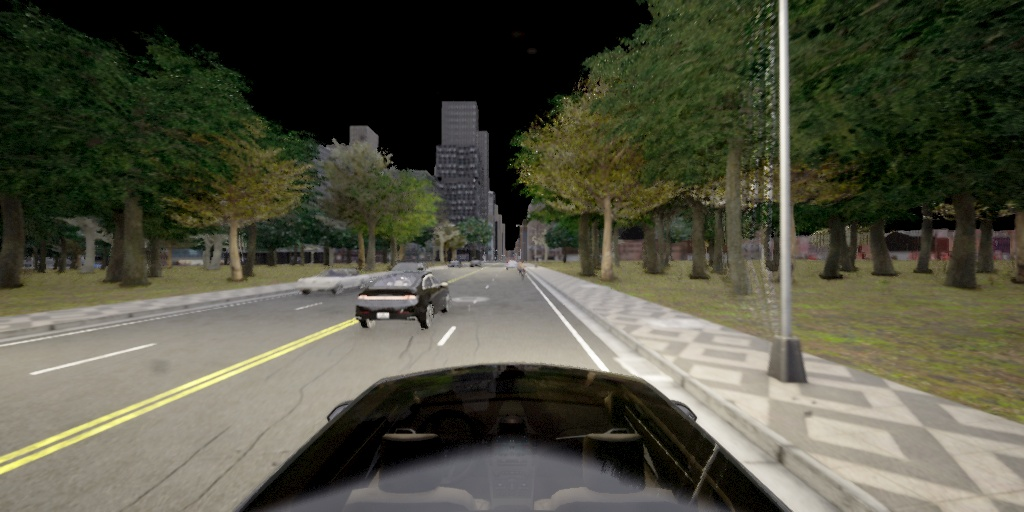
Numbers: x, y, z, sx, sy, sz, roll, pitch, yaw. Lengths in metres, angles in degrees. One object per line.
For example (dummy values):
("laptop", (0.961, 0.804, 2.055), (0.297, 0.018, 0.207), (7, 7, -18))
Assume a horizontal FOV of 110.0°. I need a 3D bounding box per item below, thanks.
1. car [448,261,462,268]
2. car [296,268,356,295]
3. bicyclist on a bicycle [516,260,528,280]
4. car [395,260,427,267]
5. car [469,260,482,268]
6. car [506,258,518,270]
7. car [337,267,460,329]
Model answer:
("car", (-9.768, 1.477, 61.781), (1.994, 1.385, 4.181), (0, 0, 1))
("car", (-9.847, 1.373, 20.063), (1.895, 1.301, 4.718), (0, 0, 0))
("bicyclist on a bicycle", (0.897, 1.235, 30.013), (0.866, 1.612, 1.509), (0, 0, 0))
("car", (-6.594, 1.131, 22.818), (2.097, 1.767, 4.553), (0, 0, 0))
("car", (-6.504, 1.474, 64.551), (2.033, 1.411, 5.357), (0, 0, 0))
("car", (0.072, 1.415, 56.436), (1.812, 1.442, 4.674), (0, 0, 0))
("car", (-3.149, 1.248, 11.193), (2.128, 1.511, 4.902), (0, 0, 0))
